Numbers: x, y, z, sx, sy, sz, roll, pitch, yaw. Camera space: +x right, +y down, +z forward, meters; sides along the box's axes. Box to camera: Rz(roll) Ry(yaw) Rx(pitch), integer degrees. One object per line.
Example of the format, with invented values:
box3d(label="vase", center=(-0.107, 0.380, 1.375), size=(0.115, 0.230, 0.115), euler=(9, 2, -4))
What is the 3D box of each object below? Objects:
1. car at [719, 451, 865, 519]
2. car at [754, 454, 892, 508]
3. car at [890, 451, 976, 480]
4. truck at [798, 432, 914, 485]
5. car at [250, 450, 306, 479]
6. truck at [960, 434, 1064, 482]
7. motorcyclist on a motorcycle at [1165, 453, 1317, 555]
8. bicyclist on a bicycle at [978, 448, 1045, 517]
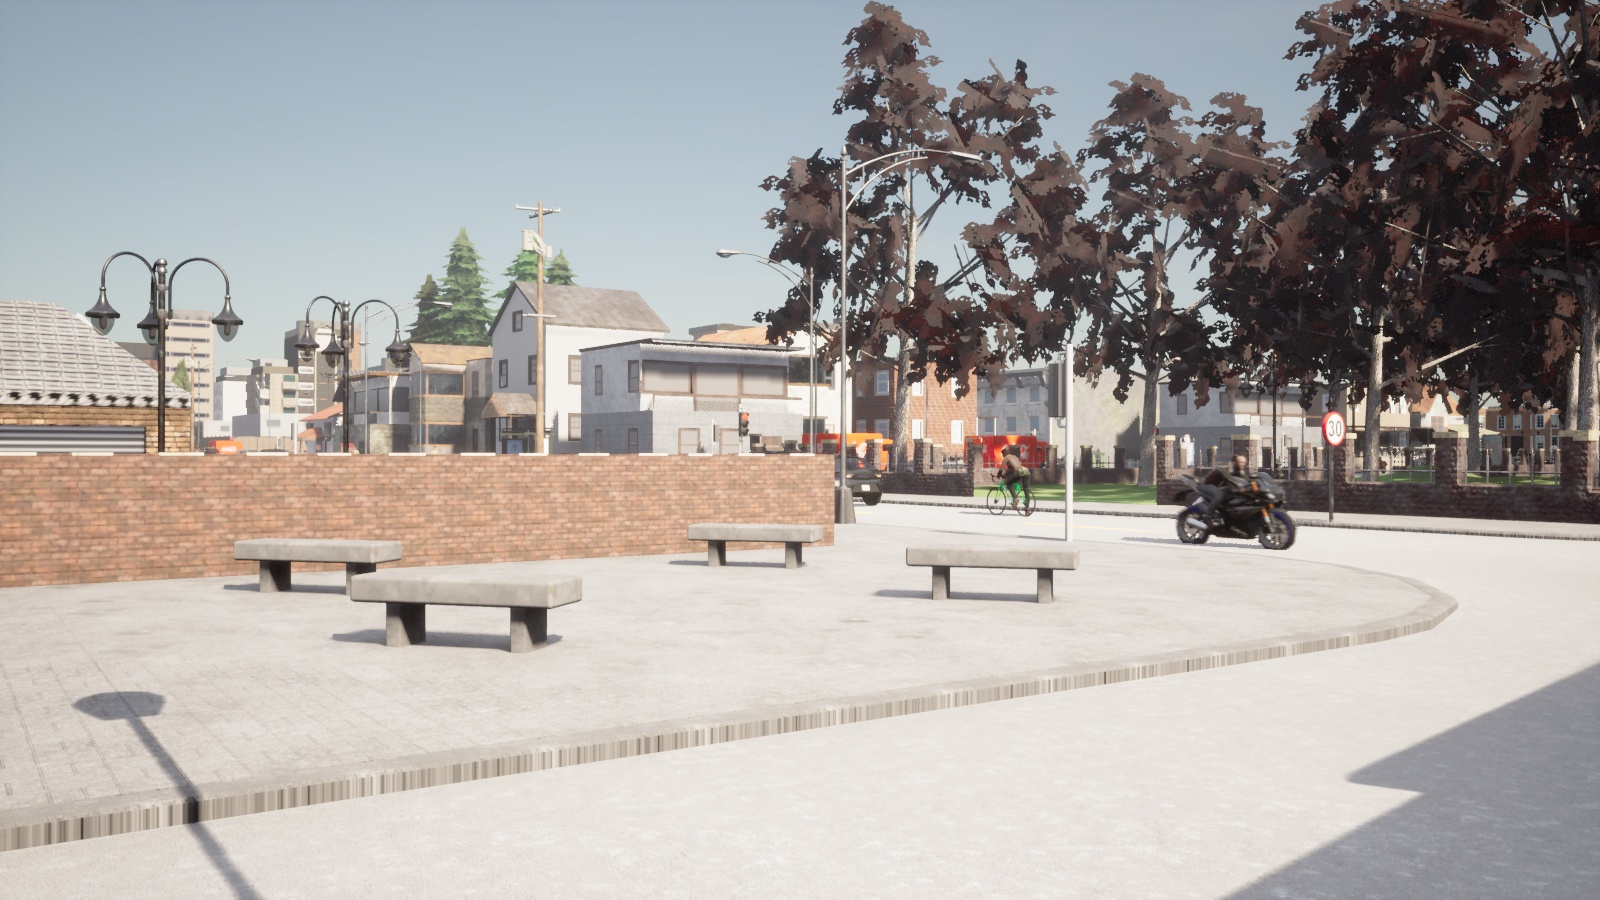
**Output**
box3d(label="car", center=(-0.251, 0.799, 30.557), size=(1.789, 1.549, 3.705), euler=(0, 0, -34))
box3d(label="car", center=(0.603, 0.846, 36.427), size=(1.816, 1.474, 4.193), euler=(0, 0, -36))
box3d(label="car", center=(7.367, 0.846, 69.404), size=(4.514, 1.525, 2.007), euler=(0, 0, -34))
box3d(label="truck", center=(2.738, 0.402, 61.153), size=(5.204, 2.467, 2.627), euler=(0, 0, -39))
box3d(label="car", center=(-31.357, 0.840, 75.362), size=(2.242, 1.667, 4.611), euler=(0, 0, -35))
box3d(label="truck", center=(11.362, 0.398, 67.218), size=(5.204, 2.467, 2.627), euler=(0, 0, -38))
box3d(label="motorcyclist on a motorcycle", center=(7.006, 0.814, 20.067), size=(0.866, 1.530, 2.191), euler=(0, 0, -34))
box3d(label="bicyclist on a bicycle", center=(5.038, 0.760, 30.000), size=(0.582, 1.620, 1.656), euler=(0, 0, -35))
